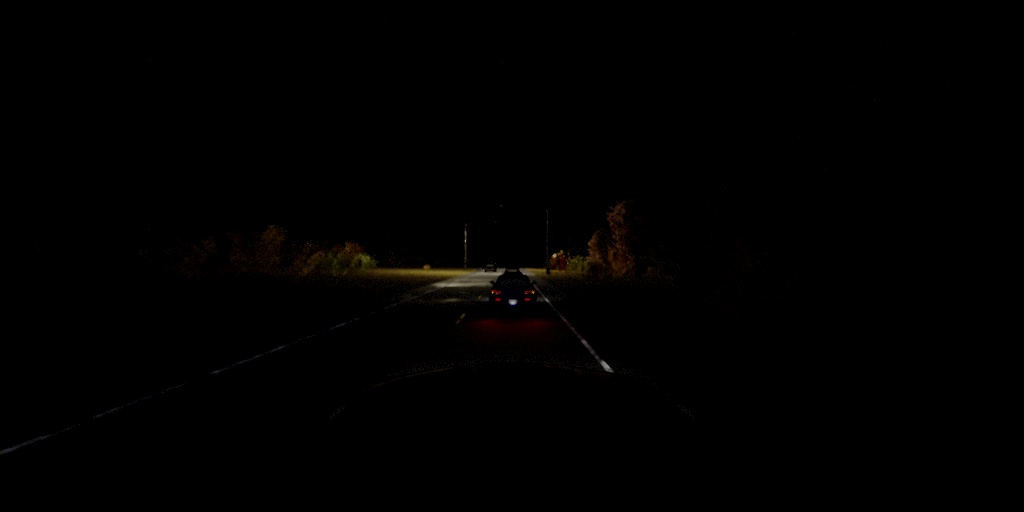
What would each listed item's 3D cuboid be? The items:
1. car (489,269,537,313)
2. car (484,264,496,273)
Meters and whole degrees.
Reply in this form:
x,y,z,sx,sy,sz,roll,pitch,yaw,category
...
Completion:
x,y,z,sx,sy,sz,roll,pitch,yaw,category
0.052,1.449,14.829,1.812,1.442,4.674,0,-1,1,car
-3.556,1.998,58.562,1.882,1.535,5.008,0,-1,0,car
